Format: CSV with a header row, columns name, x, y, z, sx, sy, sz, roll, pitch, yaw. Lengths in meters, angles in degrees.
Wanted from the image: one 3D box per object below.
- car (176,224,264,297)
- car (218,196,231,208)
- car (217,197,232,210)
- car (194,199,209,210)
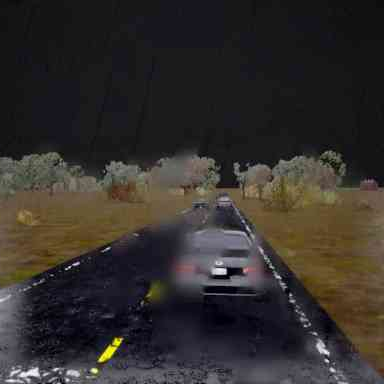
name,x,y,z,sx,sy,sz,roll,pitch,yaw
car,0.762,1.548,8.785,2.033,1.411,5.357,0,0,6
car,4.858,1.470,49.599,1.882,1.535,5.008,0,0,6
car,4.164,1.488,42.296,2.128,1.511,4.902,0,0,6
car,1.289,1.597,44.079,1.895,1.301,4.718,0,0,6
